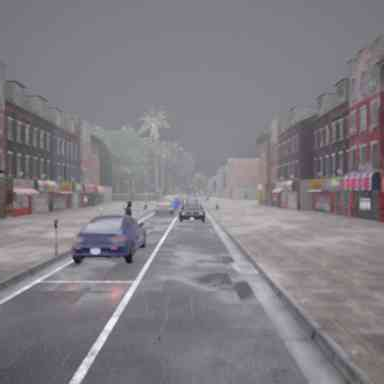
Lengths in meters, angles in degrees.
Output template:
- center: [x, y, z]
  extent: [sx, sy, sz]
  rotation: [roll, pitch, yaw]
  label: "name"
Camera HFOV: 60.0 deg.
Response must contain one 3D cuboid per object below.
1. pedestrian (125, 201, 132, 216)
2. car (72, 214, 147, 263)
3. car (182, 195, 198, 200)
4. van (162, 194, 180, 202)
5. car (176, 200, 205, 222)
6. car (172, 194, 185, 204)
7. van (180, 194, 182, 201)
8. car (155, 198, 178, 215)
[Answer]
- center: [-2.745, 1.276, 14.601]
  extent: [0.375, 1.860, 0.375]
  rotation: [0, 0, 0]
  label: "pedestrian"
- center: [-2.746, 1.512, 11.763]
  extent: [1.812, 1.442, 4.674]
  rotation: [0, 0, 0]
  label: "car"
- center: [0.020, 1.554, 47.696]
  extent: [1.994, 1.385, 4.181]
  rotation: [0, 0, 0]
  label: "car"
- center: [-2.624, 1.321, 38.196]
  extent: [1.690, 1.788, 3.998]
  rotation: [0, 0, 0]
  label: "van"
- center: [0.012, 1.588, 26.076]
  extent: [1.895, 1.301, 4.718]
  rotation: [0, 0, 0]
  label: "car"
- center: [-2.615, 1.314, 65.517]
  extent: [2.192, 1.841, 5.009]
  rotation: [0, 0, 0]
  label: "car"
- center: [-2.622, 1.324, 43.661]
  extent: [1.690, 1.788, 3.998]
  rotation: [0, 0, 0]
  label: "van"
- center: [-2.626, 1.559, 32.732]
  extent: [1.802, 1.307, 4.206]
  rotation: [0, 0, 0]
  label: "car"
